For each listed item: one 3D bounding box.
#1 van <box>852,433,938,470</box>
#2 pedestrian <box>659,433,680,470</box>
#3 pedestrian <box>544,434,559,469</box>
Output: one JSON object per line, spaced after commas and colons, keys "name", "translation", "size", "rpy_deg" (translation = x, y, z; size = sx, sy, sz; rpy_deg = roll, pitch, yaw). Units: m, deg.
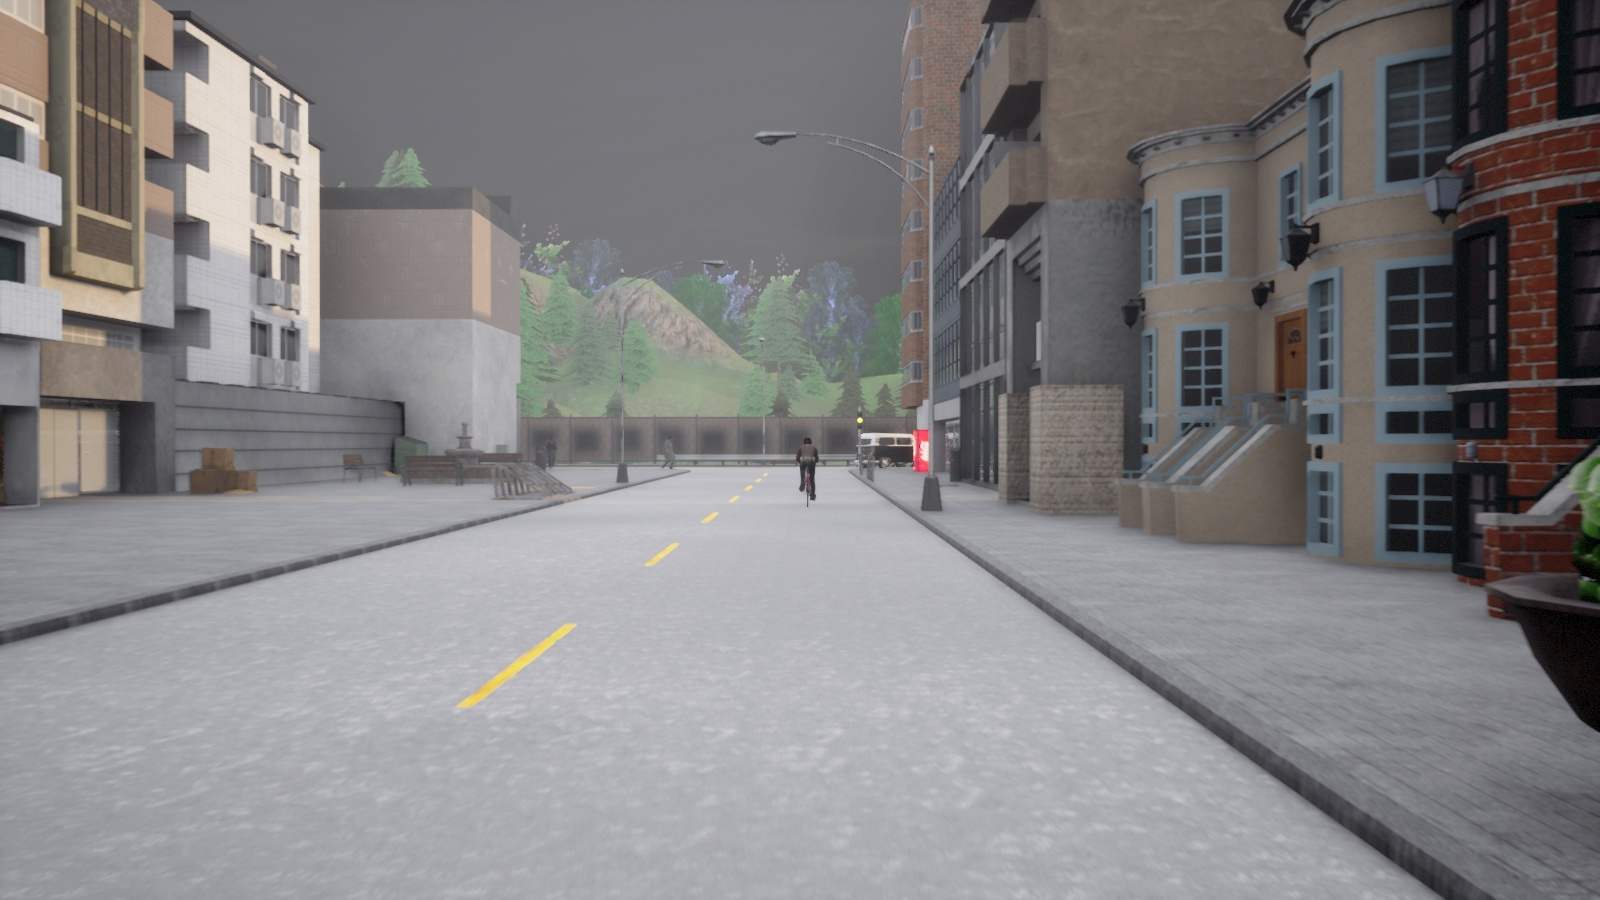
{"name": "van", "translation": [5.379, 0.073, 71.033], "size": [4.480, 2.038, 2.069], "rpy_deg": [0, -1, -34]}
{"name": "pedestrian", "translation": [-6.900, 0.073, 66.523], "size": [0.873, 1.952, 0.659], "rpy_deg": [0, 0, 35]}
{"name": "pedestrian", "translation": [-13.286, 0.067, 67.111], "size": [0.563, 1.883, 0.849], "rpy_deg": [0, 0, -26]}
